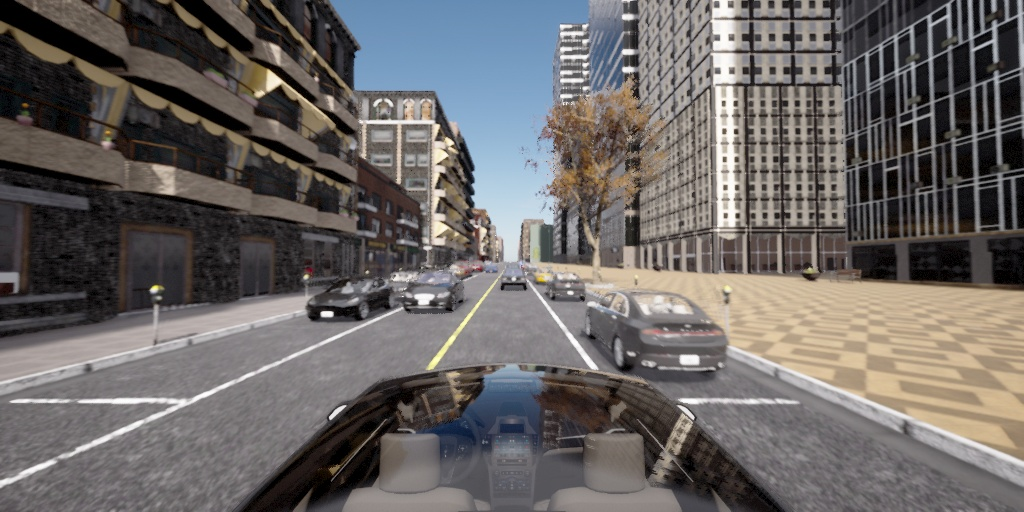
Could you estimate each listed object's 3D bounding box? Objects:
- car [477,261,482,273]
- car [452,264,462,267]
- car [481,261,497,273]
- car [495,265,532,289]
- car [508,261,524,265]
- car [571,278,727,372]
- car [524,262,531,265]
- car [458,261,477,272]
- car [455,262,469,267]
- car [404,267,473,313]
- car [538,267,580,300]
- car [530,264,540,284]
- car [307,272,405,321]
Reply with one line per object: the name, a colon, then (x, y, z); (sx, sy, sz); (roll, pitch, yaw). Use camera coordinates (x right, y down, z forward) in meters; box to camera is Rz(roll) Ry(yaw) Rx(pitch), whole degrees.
car: (-5.668, 1.690, 57.753); (2.192, 1.841, 5.009); (0, 0, 0)
car: (-5.679, 1.627, 29.908); (1.948, 1.339, 4.313); (0, 0, 0)
car: (-3.037, 1.887, 54.610); (2.033, 1.411, 5.357); (0, -1, 1)
car: (0.111, 1.562, 25.701); (2.033, 1.411, 5.357); (0, -1, 0)
car: (0.116, 1.701, 44.358); (1.882, 1.535, 5.008); (0, 0, 0)
car: (2.693, 1.365, 7.626); (2.007, 1.370, 4.403); (0, 0, 0)
car: (2.708, 1.800, 46.612); (2.007, 1.370, 4.403); (0, 0, 0)
car: (-5.674, 1.501, 41.047); (2.192, 1.841, 5.009); (0, 0, 0)
car: (-5.677, 1.649, 35.307); (1.751, 1.417, 4.829); (0, 0, 0)
car: (-3.097, 1.388, 15.038); (2.128, 1.511, 4.902); (0, -1, 0)
car: (2.698, 1.488, 18.765); (2.007, 1.370, 4.403); (0, 0, 0)
car: (2.702, 1.587, 30.074); (1.751, 1.417, 4.829); (0, 0, 0)
car: (-5.685, 1.442, 13.200); (1.948, 1.339, 4.313); (0, 0, 0)
